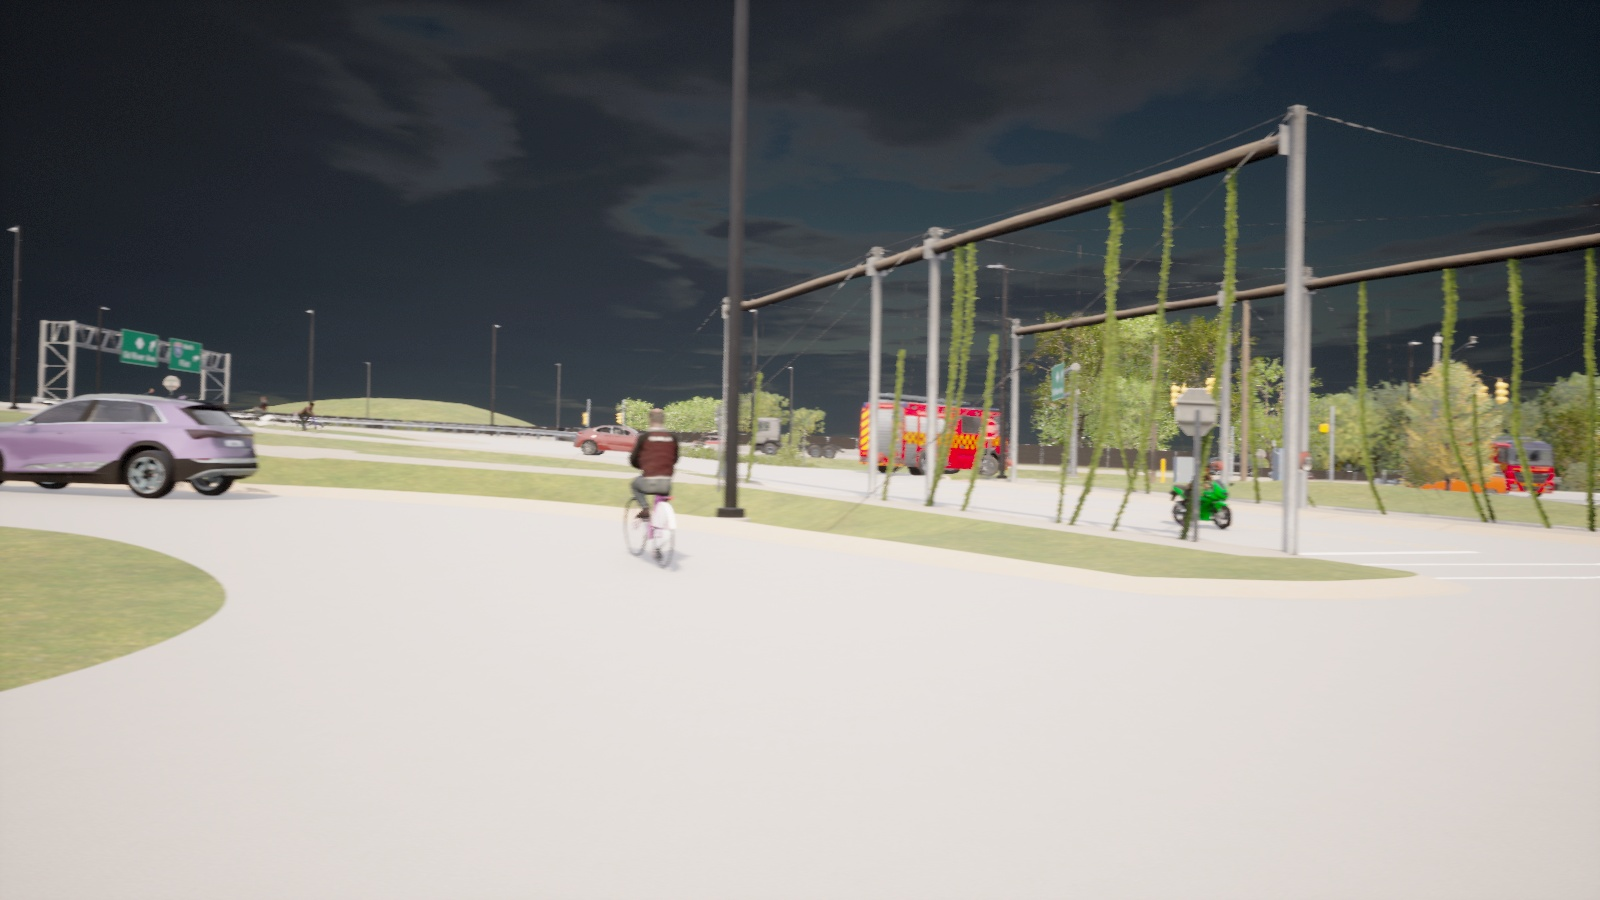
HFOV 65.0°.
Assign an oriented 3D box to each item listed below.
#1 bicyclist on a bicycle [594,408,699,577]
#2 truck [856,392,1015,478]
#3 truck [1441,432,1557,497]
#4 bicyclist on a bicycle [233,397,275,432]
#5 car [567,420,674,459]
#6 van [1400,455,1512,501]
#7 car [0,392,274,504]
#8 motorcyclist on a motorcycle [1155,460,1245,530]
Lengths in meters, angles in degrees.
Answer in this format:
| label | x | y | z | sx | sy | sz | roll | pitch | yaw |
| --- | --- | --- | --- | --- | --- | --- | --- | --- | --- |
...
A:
| label | x | y | z | sx | sy | sz | roll | pitch | yaw |
| --- | --- | --- | --- | --- | --- | --- | --- | --- | --- |
| bicyclist on a bicycle | -1.775 | 0.421 | 14.243 | 0.659 | 1.776 | 1.843 | 1 | 2 | -23 |
| truck | 6.827 | -0.664 | 62.036 | 8.468 | 3.827 | 2.891 | 3 | -1 | -44 |
| truck | 45.140 | 0.817 | 81.454 | 2.891 | 3.827 | 8.468 | 2 | 1 | 2 |
| bicyclist on a bicycle | -29.949 | -1.947 | 68.864 | 1.843 | 1.776 | 0.659 | 5 | -1 | 3 |
| car | -9.178 | -0.530 | 64.507 | 5.027 | 1.651 | 2.152 | 3 | 0 | 4 |
| van | 32.095 | 1.363 | 61.526 | 4.442 | 1.987 | 1.775 | 2 | -1 | 2 |
| car | -11.449 | -0.053 | 20.536 | 4.856 | 1.649 | 2.033 | 1 | 0 | 7 |
| motorcyclist on a motorcycle | 9.334 | 1.019 | 29.392 | 0.797 | 1.523 | 2.044 | 1 | 1 | -24 |
